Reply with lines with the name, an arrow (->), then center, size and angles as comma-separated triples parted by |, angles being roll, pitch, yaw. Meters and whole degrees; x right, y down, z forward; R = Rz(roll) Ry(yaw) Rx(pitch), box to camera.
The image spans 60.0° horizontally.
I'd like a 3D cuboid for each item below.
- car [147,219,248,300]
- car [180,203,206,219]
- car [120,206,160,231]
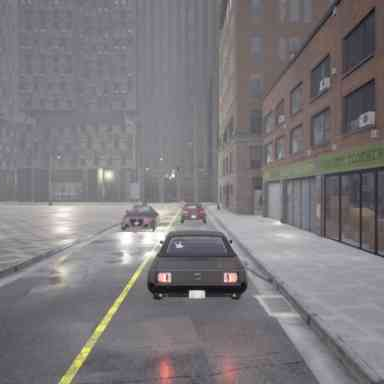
car -> 0.098, 1.600, 8.350 | 1.895, 1.301, 4.718 | 0, 0, 0
car -> 0.098, 1.523, 24.992 | 1.812, 1.442, 4.674 | 0, 0, 0
car -> -3.103, 1.562, 20.631 | 1.994, 1.385, 4.181 | 0, 0, 0
